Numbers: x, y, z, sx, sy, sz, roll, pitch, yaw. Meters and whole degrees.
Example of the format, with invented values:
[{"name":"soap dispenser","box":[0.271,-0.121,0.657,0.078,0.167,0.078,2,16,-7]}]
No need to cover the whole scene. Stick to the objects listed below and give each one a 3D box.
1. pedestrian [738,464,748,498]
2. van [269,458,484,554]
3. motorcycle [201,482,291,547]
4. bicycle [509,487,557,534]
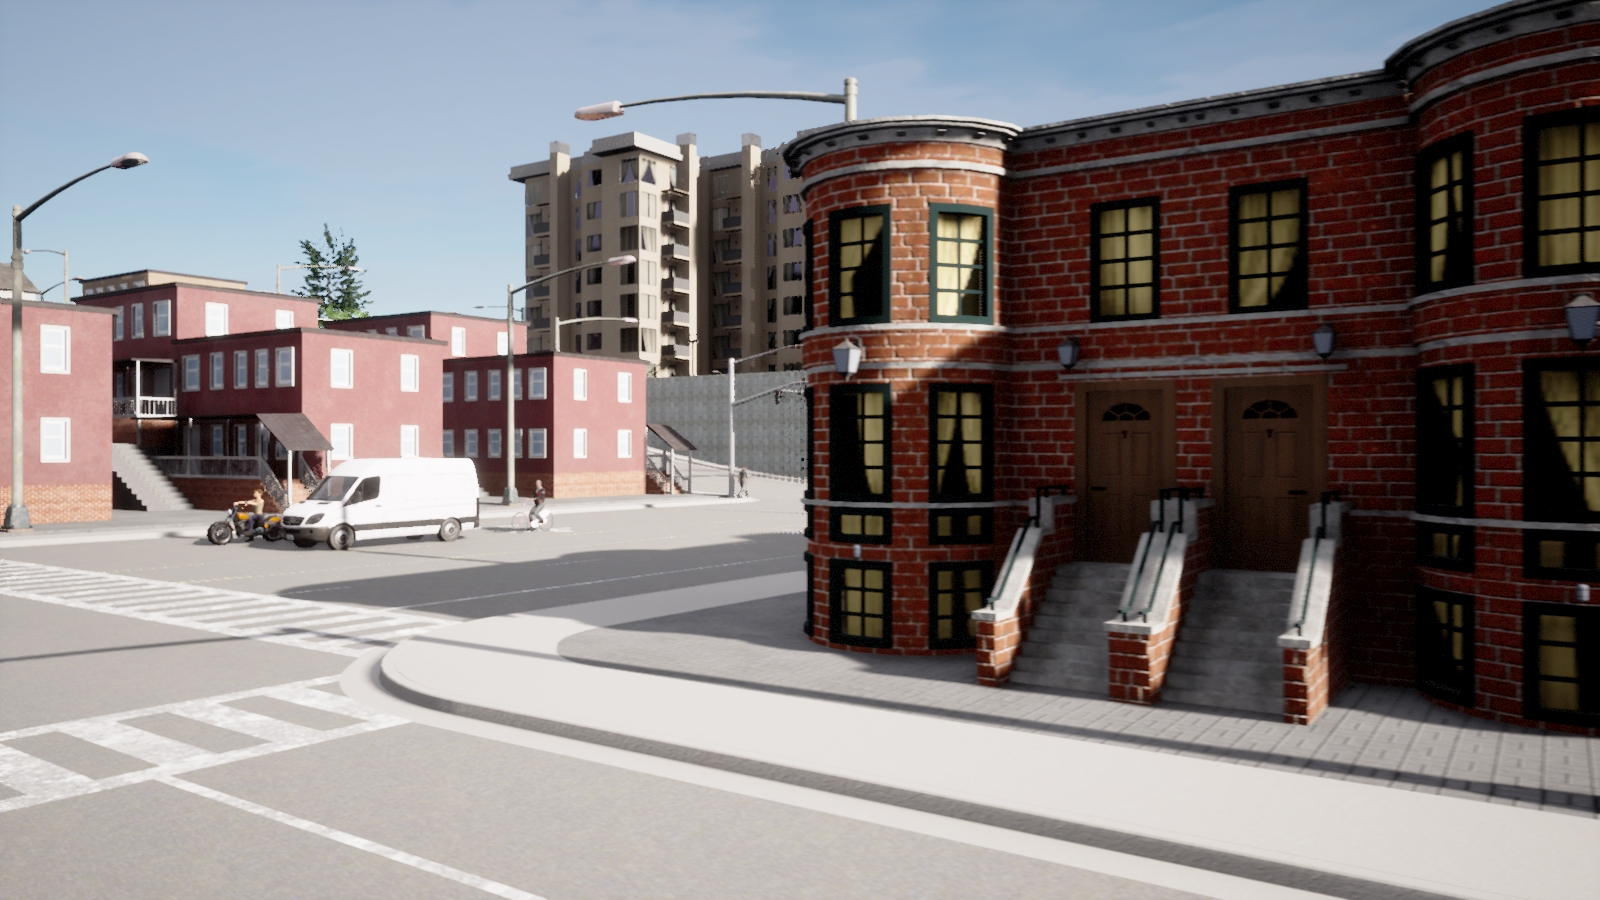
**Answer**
[{"name":"pedestrian","box":[-3.124,1.697,62.796,0.375,1.860,0.375,0,0,38]},{"name":"van","box":[-12.408,1.534,33.955,1.988,2.561,5.915,0,0,35]},{"name":"motorcycle","box":[-16.534,1.906,34.173,0.764,1.802,2.356,0,0,35]},{"name":"bicycle","box":[-9.041,2.045,38.754,0.329,1.496,1.835,-1,0,35]}]
